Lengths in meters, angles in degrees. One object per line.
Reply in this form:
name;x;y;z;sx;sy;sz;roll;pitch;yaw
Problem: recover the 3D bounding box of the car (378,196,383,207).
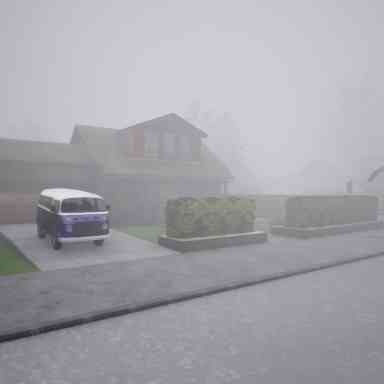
car;24.583;0.985;41.404;3.866;1.878;1.905;0;0;-1
